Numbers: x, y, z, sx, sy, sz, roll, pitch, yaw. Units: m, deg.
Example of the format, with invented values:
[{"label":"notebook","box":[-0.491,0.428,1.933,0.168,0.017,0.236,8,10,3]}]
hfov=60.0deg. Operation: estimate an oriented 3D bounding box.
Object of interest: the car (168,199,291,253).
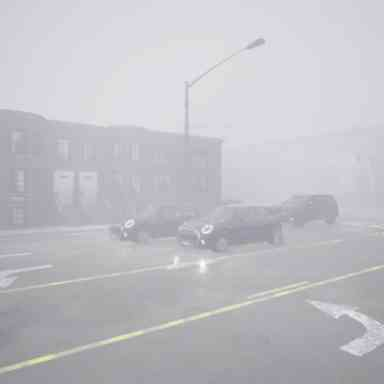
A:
[{"label":"car","box":[1.628,1.329,13.724,4.553,1.767,2.097,0,0,-35]}]

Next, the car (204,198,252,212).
[{"label":"car","box":[4.057,1.425,36.454,5.357,1.411,2.033,4,-2,-40]}]

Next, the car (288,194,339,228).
[{"label":"car","box":[7.495,1.175,22.125,5.566,2.045,2.150,0,0,-35]}]

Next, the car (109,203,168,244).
[{"label":"car","box":[-1.542,1.333,15.728,4.553,1.767,2.097,0,0,-35]}]
